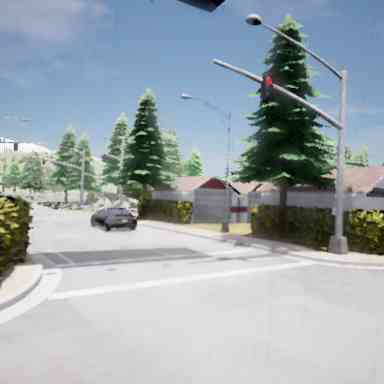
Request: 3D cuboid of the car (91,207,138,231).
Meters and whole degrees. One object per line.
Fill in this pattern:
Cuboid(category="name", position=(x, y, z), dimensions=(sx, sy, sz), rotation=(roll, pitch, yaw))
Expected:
Cuboid(category="car", position=(-5.144, 1.677, 21.722), dimensions=(1.994, 1.385, 4.181), rotation=(2, -1, -33))
